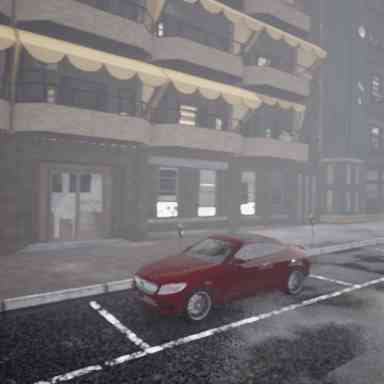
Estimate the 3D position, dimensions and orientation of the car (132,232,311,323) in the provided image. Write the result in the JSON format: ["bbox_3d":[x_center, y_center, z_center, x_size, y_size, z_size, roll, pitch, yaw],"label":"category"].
[{"bbox_3d":[0.813,1.563,7.087,4.206,1.307,1.802,0,1,-35],"label":"car"}]
